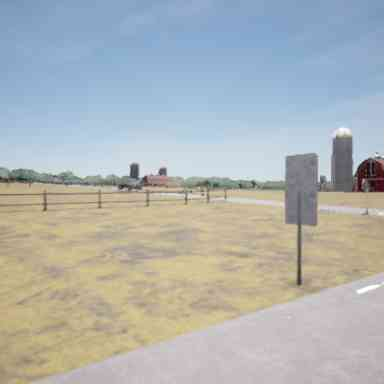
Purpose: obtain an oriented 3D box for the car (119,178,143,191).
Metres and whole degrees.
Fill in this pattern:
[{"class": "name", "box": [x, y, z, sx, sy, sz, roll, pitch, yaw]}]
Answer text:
[{"class": "car", "box": [-10.348, -1.230, 55.829, 2.150, 2.045, 5.566, 1, 2, -36]}]
